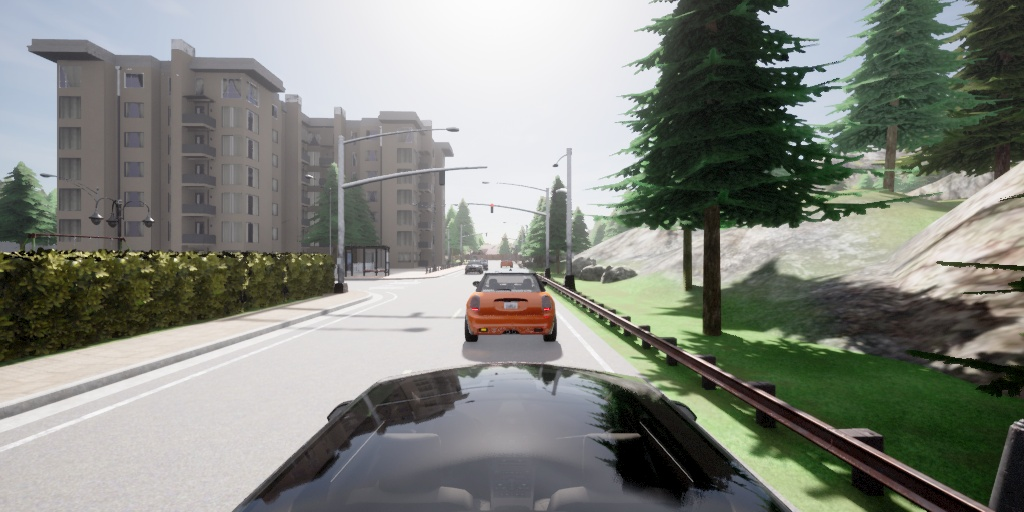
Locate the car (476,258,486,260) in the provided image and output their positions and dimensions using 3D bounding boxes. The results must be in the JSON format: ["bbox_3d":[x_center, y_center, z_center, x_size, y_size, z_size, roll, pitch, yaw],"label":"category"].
[{"bbox_3d":[-4.250,1.255,40.735,1.837,1.490,4.892,0,0,-1],"label":"car"}]

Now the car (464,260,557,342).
[{"bbox_3d":[-0.049,1.102,9.948,2.097,1.767,4.553,0,0,-1],"label":"car"}]

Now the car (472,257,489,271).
[{"bbox_3d":[-4.430,1.102,50.647,2.097,1.767,4.553,0,0,-2],"label":"car"}]

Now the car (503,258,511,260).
[{"bbox_3d":[-0.904,1.102,61.205,2.097,1.767,4.553,0,0,-1],"label":"car"}]
